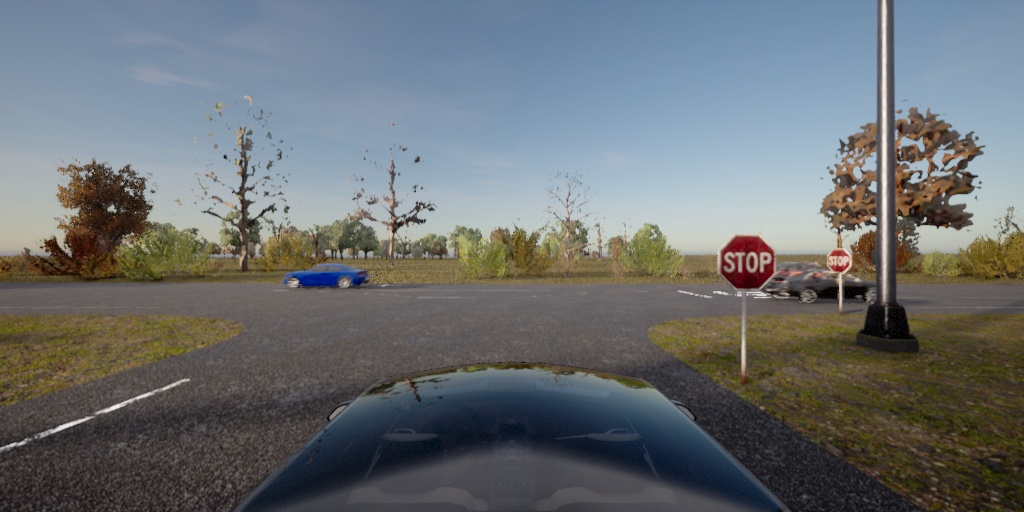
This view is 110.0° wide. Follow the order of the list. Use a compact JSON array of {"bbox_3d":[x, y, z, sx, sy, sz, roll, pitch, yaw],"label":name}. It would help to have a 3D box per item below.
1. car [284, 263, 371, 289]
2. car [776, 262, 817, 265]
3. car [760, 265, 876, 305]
[{"bbox_3d":[-11.552,1.229,22.517,5.008,1.535,1.882,0,0,-2],"label":"car"},{"bbox_3d":[17.752,1.197,23.321,4.553,1.767,2.097,0,0,-2],"label":"car"},{"bbox_3d":[13.991,1.334,16.192,4.902,1.511,2.128,0,0,-2],"label":"car"}]
